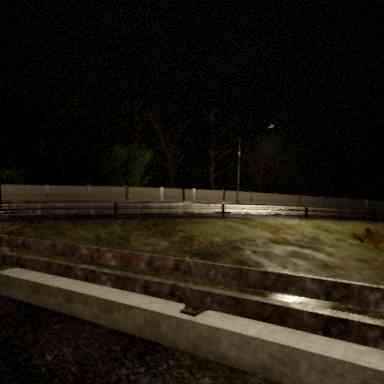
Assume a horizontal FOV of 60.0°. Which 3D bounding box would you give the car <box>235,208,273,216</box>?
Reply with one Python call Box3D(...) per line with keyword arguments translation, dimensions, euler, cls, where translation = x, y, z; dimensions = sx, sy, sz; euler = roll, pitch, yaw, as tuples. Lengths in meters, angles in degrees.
Box3D(translation=(7.474, 2.219, 40.316), dimensions=(4.718, 1.301, 1.895), euler=(3, -1, -23), cls="car")
